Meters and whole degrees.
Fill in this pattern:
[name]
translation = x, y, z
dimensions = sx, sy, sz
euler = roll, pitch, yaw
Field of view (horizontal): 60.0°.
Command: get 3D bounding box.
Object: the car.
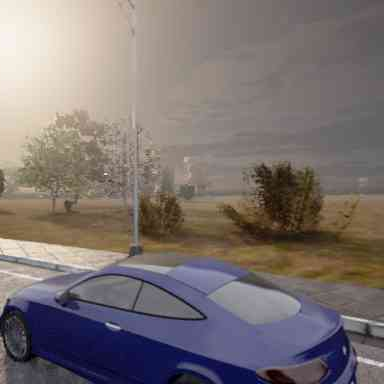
[car]
translation = -0.522, 1.519, 4.202
dimensions = 4.674, 1.442, 1.812
euler = 0, 0, 35
